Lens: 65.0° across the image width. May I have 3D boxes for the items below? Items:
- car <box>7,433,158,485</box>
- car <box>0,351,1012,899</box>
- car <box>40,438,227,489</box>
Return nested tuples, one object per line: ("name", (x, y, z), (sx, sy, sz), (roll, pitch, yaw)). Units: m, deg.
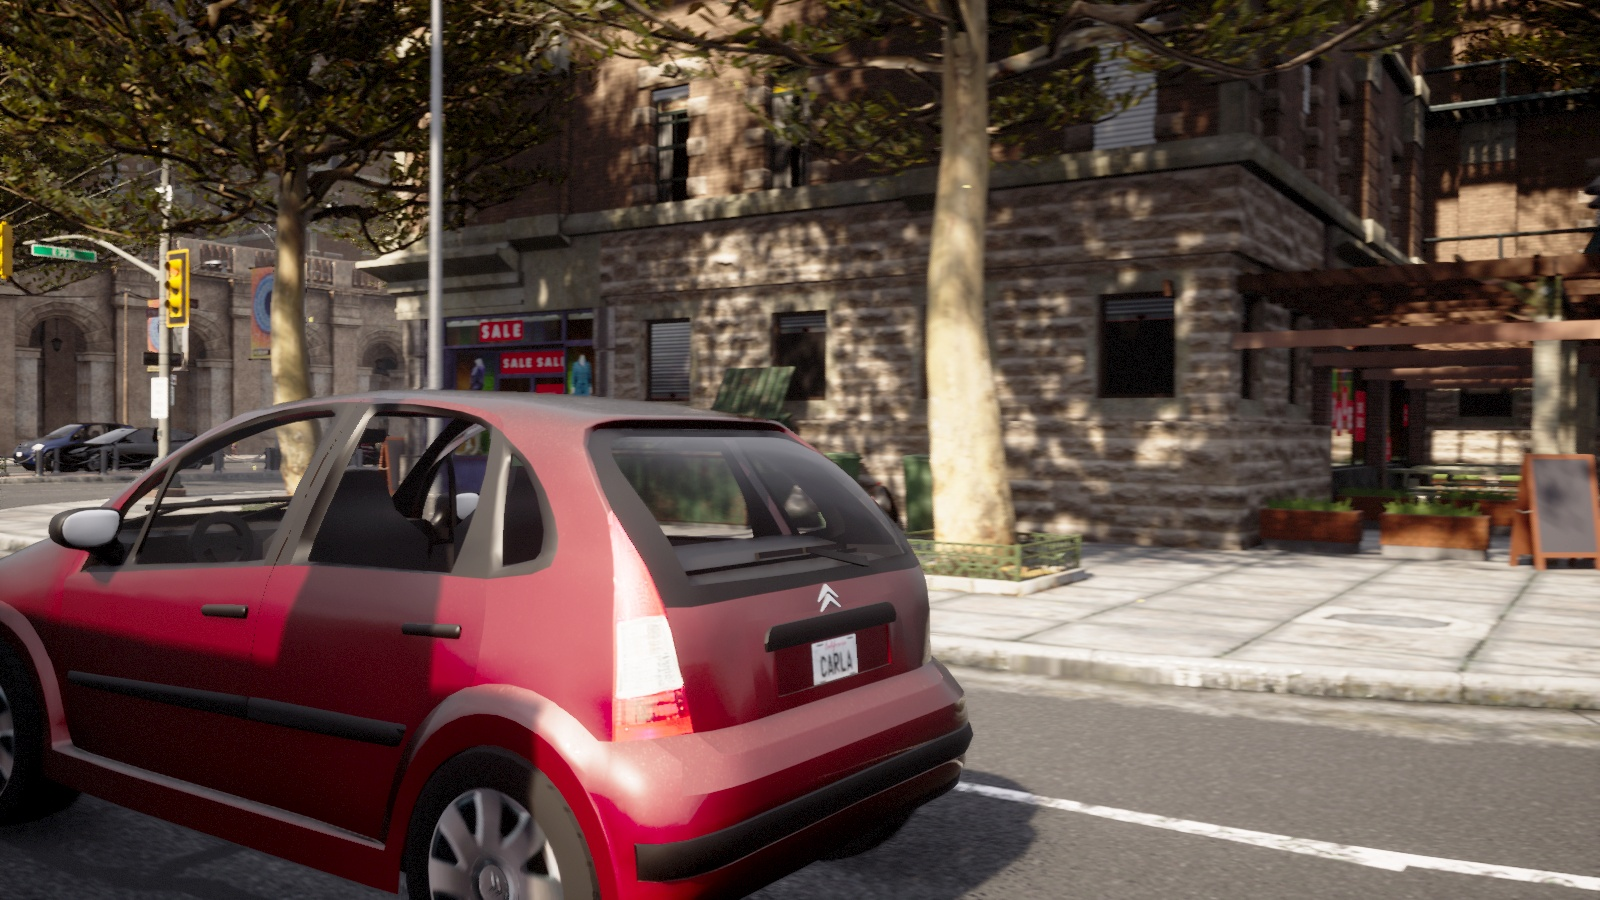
("car", (-24.053, 0.271, 42.216), (1.851, 1.617, 3.988), (0, 1, 35))
("car", (-1.460, 0.580, 4.591), (3.988, 1.617, 1.851), (0, 1, 34))
("car", (-21.206, 0.376, 40.118), (2.163, 1.488, 4.792), (0, 1, 35))
